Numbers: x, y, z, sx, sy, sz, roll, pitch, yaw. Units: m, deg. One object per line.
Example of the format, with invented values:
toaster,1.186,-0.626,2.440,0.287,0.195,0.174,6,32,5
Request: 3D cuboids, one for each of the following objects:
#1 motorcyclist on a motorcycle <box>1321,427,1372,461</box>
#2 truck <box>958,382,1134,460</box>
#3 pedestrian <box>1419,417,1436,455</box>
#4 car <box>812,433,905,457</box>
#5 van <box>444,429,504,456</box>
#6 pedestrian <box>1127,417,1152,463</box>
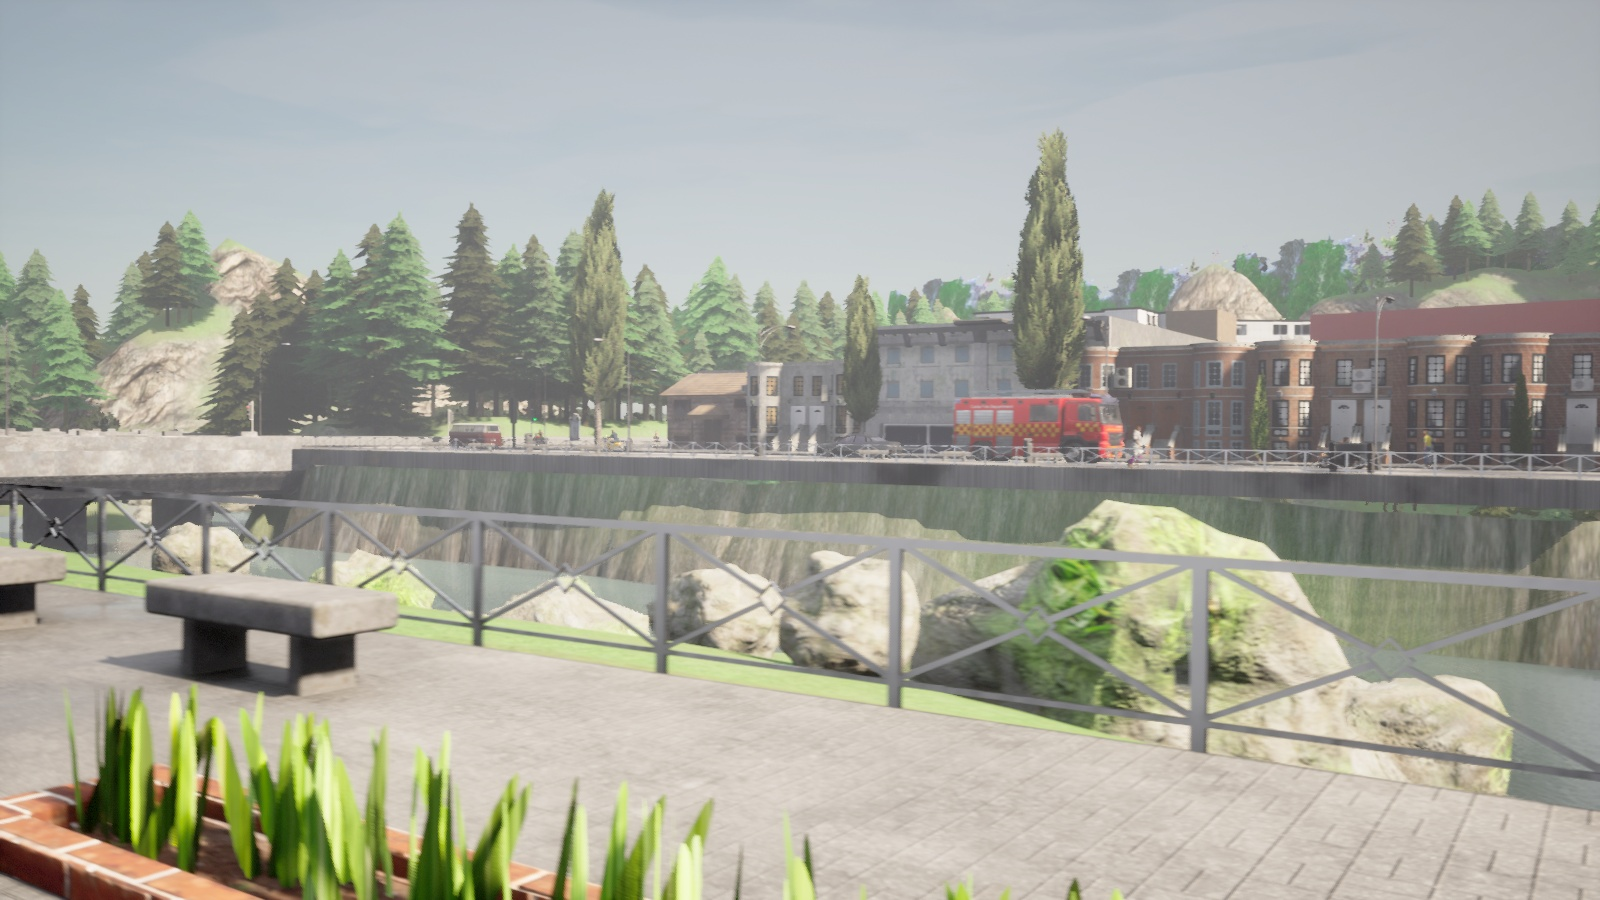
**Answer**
motorcyclist on a motorcycle,24.794,-0.289,56.976,2.044,1.523,0.797,0,1,34
truck,12.652,-1.435,65.015,8.468,3.827,2.891,0,1,34
pedestrian,31.000,-0.686,62.020,0.354,1.836,0.706,-1,1,-24
car,3.518,-0.289,75.903,5.357,1.411,2.033,0,1,34
van,-24.526,-0.584,94.490,4.442,1.987,1.775,0,1,33
pedestrian,14.535,-0.424,53.740,0.873,1.952,0.659,0,1,32
